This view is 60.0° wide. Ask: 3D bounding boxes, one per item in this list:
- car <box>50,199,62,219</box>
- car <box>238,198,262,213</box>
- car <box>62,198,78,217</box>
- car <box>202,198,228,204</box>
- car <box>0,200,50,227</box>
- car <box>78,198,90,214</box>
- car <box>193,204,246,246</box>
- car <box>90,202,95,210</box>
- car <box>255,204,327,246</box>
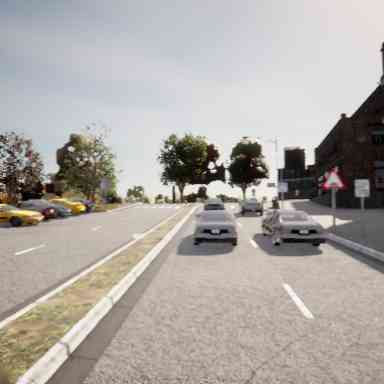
[{"bbox_3d":[-12.778,1.468,24.948,4.792,1.488,2.163,0,0,4],"label":"car"},{"bbox_3d":[5.228,1.258,29.793,2.128,1.511,4.902,0,1,4],"label":"car"},{"bbox_3d":[-12.579,1.410,27.691,4.892,1.521,2.231,0,1,4],"label":"car"},{"bbox_3d":[1.984,1.290,29.995,1.837,1.490,4.892,0,1,4],"label":"car"},{"bbox_3d":[-12.741,1.458,22.180,5.366,1.575,1.946,0,0,4],"label":"car"},{"bbox_3d":[-12.390,1.379,30.438,5.008,1.535,2.097,0,1,4],"label":"car"},{"bbox_3d":[1.043,1.506,14.988,2.033,1.411,5.357,0,0,4],"label":"car"},{"bbox_3d":[-12.212,1.348,33.187,4.892,1.521,2.231,0,1,4],"label":"car"},{"bbox_3d":[4.286,1.495,14.784,2.033,1.411,5.357,0,0,4],"label":"car"}]
